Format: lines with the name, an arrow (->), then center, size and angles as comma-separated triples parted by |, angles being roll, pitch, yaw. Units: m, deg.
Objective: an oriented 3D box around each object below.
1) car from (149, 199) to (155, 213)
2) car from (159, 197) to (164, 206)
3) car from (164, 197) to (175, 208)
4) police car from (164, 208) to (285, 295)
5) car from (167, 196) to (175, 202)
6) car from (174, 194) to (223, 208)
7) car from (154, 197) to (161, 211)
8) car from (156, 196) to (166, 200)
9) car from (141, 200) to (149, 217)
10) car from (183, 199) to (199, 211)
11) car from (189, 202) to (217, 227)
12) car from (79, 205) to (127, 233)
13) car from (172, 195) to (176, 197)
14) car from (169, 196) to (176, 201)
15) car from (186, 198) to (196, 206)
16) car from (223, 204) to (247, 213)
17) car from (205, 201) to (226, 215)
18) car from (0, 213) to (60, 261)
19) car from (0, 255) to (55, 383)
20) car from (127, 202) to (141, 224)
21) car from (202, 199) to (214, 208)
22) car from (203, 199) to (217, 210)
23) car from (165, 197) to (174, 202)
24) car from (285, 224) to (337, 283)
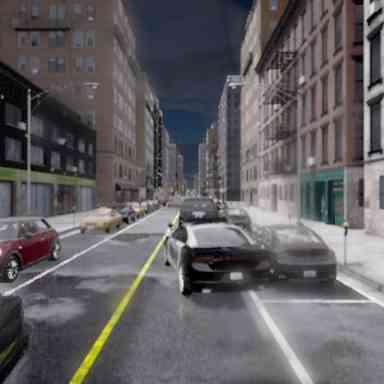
car -> -5.479, 1.741, 36.622 | 1.802, 1.307, 4.206 | 0, 0, 0
car -> -5.506, 1.752, 47.448 | 2.008, 1.369, 4.403 | 0, 0, 0
car -> -2.931, 1.824, 53.608 | 1.895, 1.301, 4.718 | 0, 0, 0
police car -> 0.360, 1.465, 9.079 | 1.930, 1.638, 5.238 | 0, 0, -12
car -> -5.615, 1.902, 90.191 | 1.887, 1.381, 4.507 | 0, 0, 0
car -> 0.435, 1.306, 19.165 | 2.150, 2.045, 5.566 | 0, 0, 2
car -> -5.492, 1.731, 42.035 | 2.008, 1.369, 4.403 | 0, 0, 0
car -> -5.534, 1.556, 58.274 | 2.192, 1.841, 5.009 | 0, 0, 0
car -> -5.465, 1.661, 31.040 | 1.752, 1.417, 4.829 | 0, 0, 0
car -> -0.104, 1.741, 45.551 | 2.033, 1.411, 5.357 | 0, 0, 0
car -> 0.763, 1.588, 25.095 | 1.882, 1.535, 5.008 | 0, 0, 0
car -> -5.437, 1.614, 20.215 | 1.752, 1.417, 4.829 | 0, 0, 0
car -> -2.909, 1.751, 63.085 | 2.128, 1.511, 4.902 | 0, 0, 0
car -> -5.628, 1.920, 95.478 | 1.752, 1.417, 4.829 | 0, 0, 0
car -> -0.150, 1.772, 59.637 | 1.812, 1.442, 4.674 | 0, 0, 0
car -> 2.587, 1.640, 20.396 | 2.008, 1.369, 4.403 | 0, 0, 0
car -> 2.546, 1.725, 36.634 | 1.947, 1.339, 4.313 | 0, 0, 0
car -> -5.410, 1.483, 9.560 | 1.967, 1.590, 4.097 | 0, 0, 0
car -> -2.853, 1.556, 1.699 | 2.033, 1.411, 5.357 | 0, 0, 0
car -> -5.451, 1.679, 25.797 | 1.947, 1.339, 4.313 | 0, 0, 0
car -> 2.505, 1.803, 52.872 | 1.802, 1.307, 4.206 | 0, 0, 0
car -> 2.518, 1.727, 47.630 | 1.752, 1.417, 4.829 | 0, 0, 0
car -> -5.601, 1.889, 84.736 | 2.008, 1.369, 4.403 | 0, 0, 0
car -> 2.615, 1.593, 9.571 | 2.008, 1.369, 4.403 | 0, 0, 0
